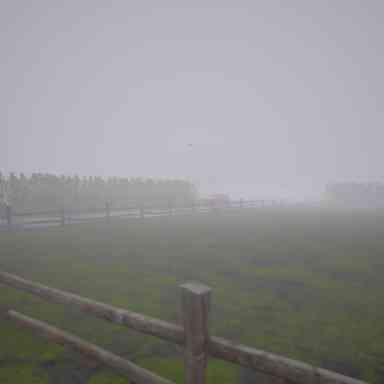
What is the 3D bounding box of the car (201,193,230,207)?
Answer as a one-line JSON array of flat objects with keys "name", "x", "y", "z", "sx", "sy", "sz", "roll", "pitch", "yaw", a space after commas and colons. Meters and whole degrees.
[{"name": "car", "x": 3.546, "y": 1.200, "z": 48.721, "sx": 2.150, "sy": 2.045, "sz": 5.566, "roll": 0, "pitch": 0, "yaw": 35}]
